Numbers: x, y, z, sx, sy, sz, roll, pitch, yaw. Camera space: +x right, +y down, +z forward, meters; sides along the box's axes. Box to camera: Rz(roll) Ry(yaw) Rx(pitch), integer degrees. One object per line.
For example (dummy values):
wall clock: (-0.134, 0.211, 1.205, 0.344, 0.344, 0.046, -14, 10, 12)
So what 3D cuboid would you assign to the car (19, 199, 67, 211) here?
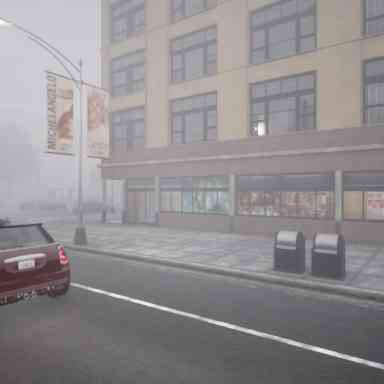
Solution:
car: (-15.650, 1.490, 35.152, 2.128, 1.511, 4.902, 0, 0, 36)

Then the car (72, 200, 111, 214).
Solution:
car: (-10.774, 1.562, 35.931, 1.994, 1.385, 4.181, 0, 0, 36)

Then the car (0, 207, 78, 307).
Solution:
car: (-4.763, 1.352, 7.369, 4.553, 1.767, 2.097, 0, 0, 36)
